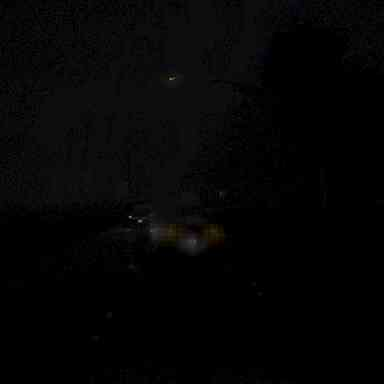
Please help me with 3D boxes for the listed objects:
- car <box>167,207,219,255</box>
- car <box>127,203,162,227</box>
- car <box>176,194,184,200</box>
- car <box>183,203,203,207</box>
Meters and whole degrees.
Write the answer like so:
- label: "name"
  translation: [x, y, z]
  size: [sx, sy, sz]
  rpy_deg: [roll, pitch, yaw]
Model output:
- label: "car"
  translation: [0.064, 1.495, 13.112]
  size: [1.812, 1.442, 4.674]
  rpy_deg: [0, -1, 1]
- label: "car"
  translation: [-3.083, 1.472, 22.204]
  size: [1.812, 1.442, 4.674]
  rpy_deg: [0, 0, 0]
- label: "car"
  translation: [-3.021, 1.272, 82.733]
  size: [2.033, 1.411, 5.357]
  rpy_deg: [0, 1, 0]
- label: "car"
  translation: [0.048, 1.537, 26.497]
  size: [1.895, 1.301, 4.718]
  rpy_deg: [0, 0, 0]
